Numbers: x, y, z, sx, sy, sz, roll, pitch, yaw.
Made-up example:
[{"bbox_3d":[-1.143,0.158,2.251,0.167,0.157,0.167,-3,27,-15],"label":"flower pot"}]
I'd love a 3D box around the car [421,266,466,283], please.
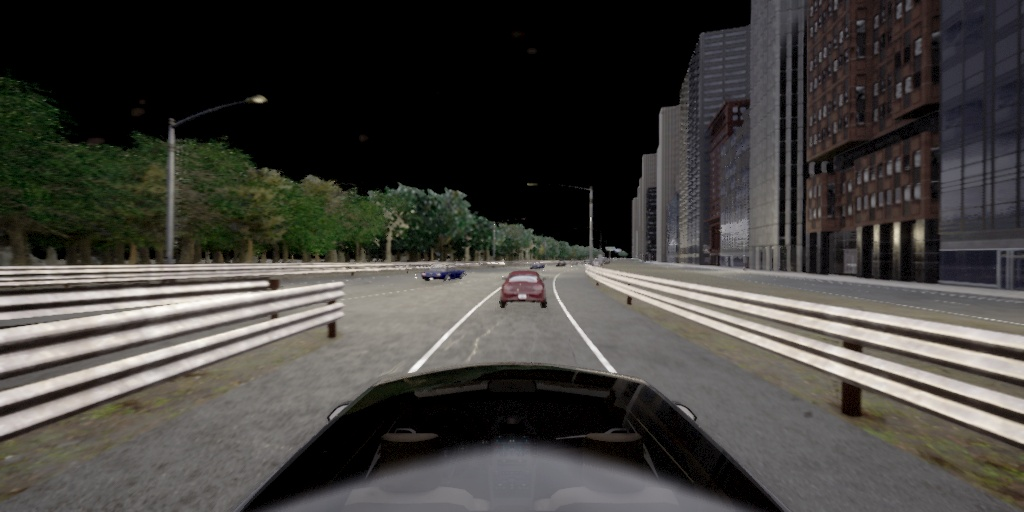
[{"bbox_3d":[-5.514,1.465,29.555,1.895,1.301,4.718,1,0,17],"label":"car"}]

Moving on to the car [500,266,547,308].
[{"bbox_3d":[0.542,1.357,15.721,1.812,1.442,4.674,0,0,4],"label":"car"}]

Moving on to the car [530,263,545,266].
[{"bbox_3d":[4.614,1.844,63.759,1.895,1.301,4.718,0,-1,16],"label":"car"}]
